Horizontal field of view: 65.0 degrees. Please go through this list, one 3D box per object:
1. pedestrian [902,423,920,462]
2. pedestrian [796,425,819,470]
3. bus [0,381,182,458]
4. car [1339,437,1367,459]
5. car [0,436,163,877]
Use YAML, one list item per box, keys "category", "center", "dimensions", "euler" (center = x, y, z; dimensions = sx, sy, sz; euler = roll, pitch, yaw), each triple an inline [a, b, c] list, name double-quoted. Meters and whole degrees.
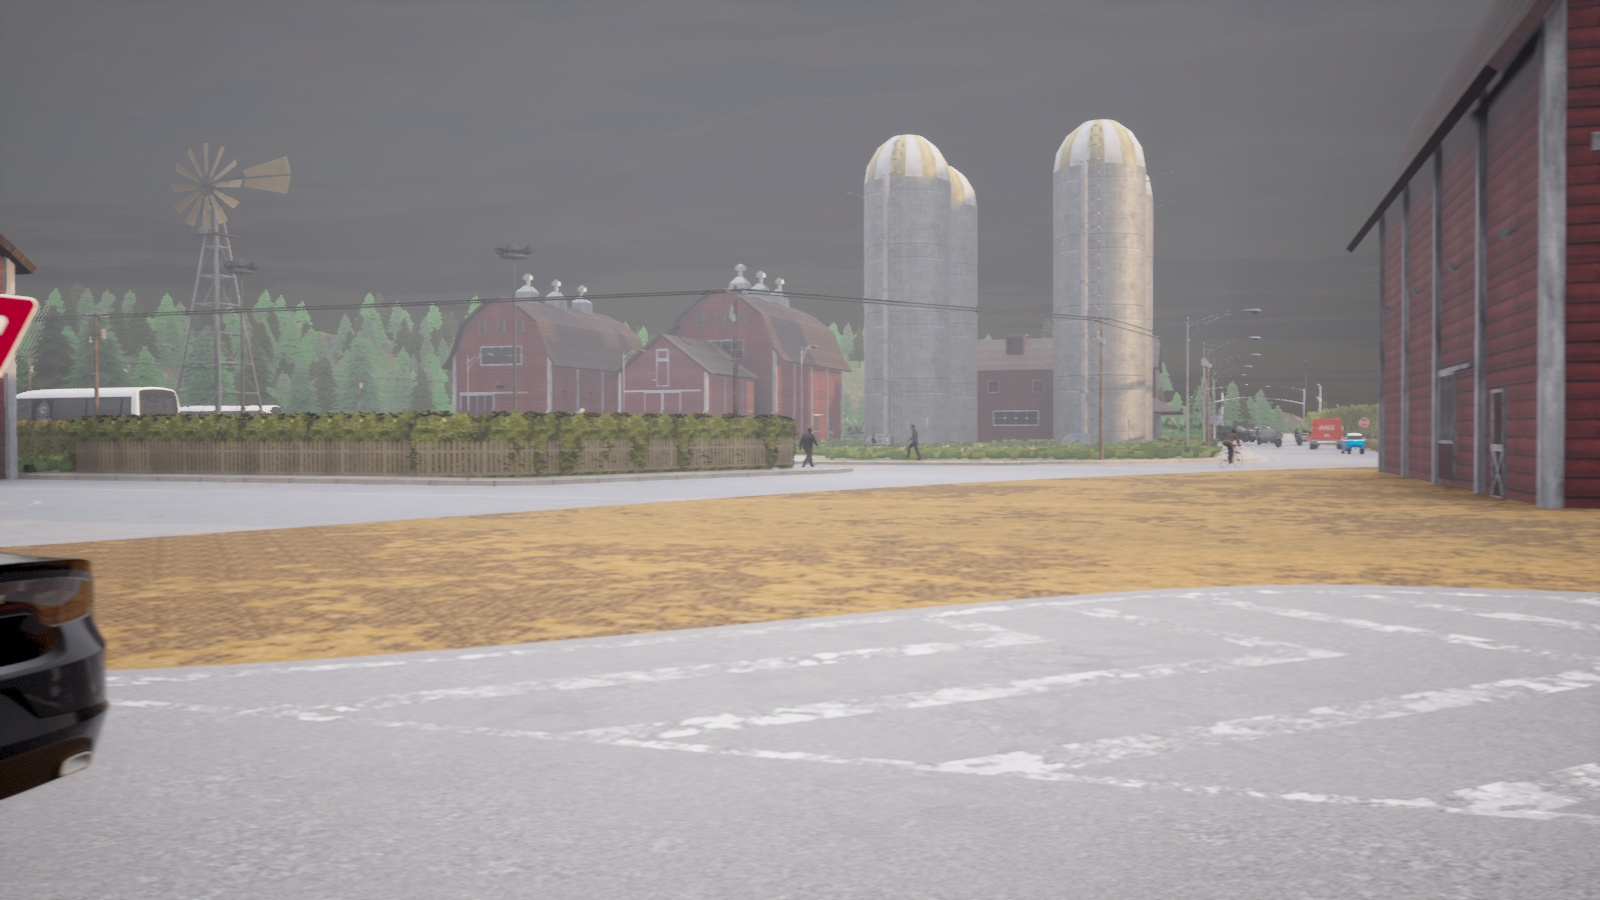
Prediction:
- category: "pedestrian"
  center: [5.558, -0.363, 62.810]
  dimensions: [0.788, 1.949, 0.423]
  euler: [0, 1, 16]
- category: "pedestrian"
  center: [0.333, -0.099, 53.233]
  dimensions: [0.563, 1.883, 0.849]
  euler: [1, 1, 37]
- category: "bus"
  center: [-41.288, -1.725, 72.406]
  dimensions: [10.273, 4.253, 3.944]
  euler: [0, 1, 18]
- category: "car"
  center: [35.988, -0.152, 81.737]
  dimensions: [1.481, 1.376, 2.207]
  euler: [1, 1, 18]
- category: "car"
  center: [-5.239, 0.705, 4.958]
  dimensions: [5.008, 1.535, 1.882]
  euler: [1, 1, 19]
